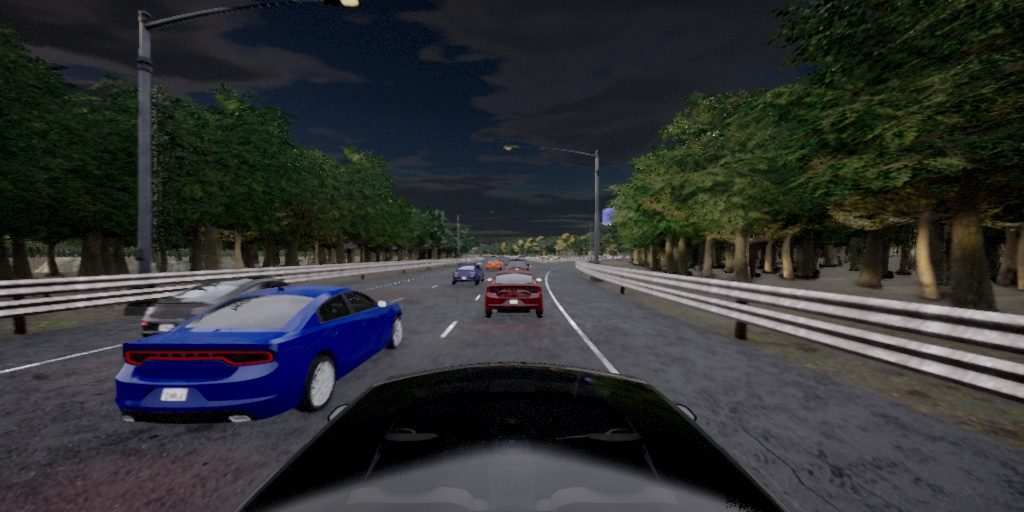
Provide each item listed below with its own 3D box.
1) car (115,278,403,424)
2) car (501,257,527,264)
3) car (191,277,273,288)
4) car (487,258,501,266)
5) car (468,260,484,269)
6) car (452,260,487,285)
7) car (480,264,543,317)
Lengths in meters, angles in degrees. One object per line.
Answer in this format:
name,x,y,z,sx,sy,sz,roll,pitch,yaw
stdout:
car,-3.374,1.225,6.069,1.882,1.535,5.008,0,0,0
car,0.451,1.070,30.759,2.097,1.767,4.553,0,0,2
car,-6.878,1.270,9.481,1.812,1.442,4.674,0,0,1
car,-2.343,1.009,49.116,2.097,1.767,4.553,0,0,2
car,-5.625,1.233,56.060,1.895,1.301,4.718,0,0,2
car,-3.082,1.252,25.730,1.812,1.442,4.674,0,0,1
car,0.083,1.242,13.312,1.882,1.535,5.008,0,0,1
